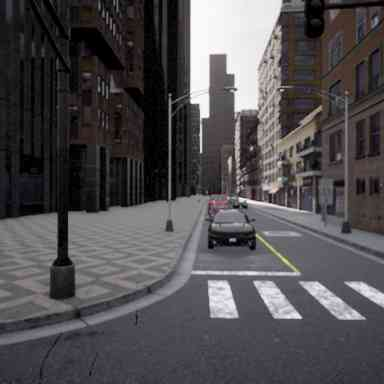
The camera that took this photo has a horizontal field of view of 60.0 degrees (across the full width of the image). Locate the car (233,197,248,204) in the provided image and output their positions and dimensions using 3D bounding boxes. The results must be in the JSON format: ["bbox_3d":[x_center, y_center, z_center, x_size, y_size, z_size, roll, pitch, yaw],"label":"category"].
[{"bbox_3d":[6.590,1.696,46.048,1.895,1.301,4.718,0,0,3],"label":"car"}]

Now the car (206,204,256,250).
[{"bbox_3d":[1.685,1.512,14.796,1.882,1.535,5.008,0,0,4],"label":"car"}]

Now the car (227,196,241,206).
[{"bbox_3d":[7.256,1.578,58.415,2.128,1.511,4.902,0,0,3],"label":"car"}]

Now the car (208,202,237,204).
[{"bbox_3d":[2.226,1.658,24.691,1.895,1.301,4.718,0,0,3],"label":"car"}]

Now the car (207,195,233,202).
[{"bbox_3d":[2.806,1.300,35.189,2.150,2.045,5.566,0,0,3],"label":"car"}]
